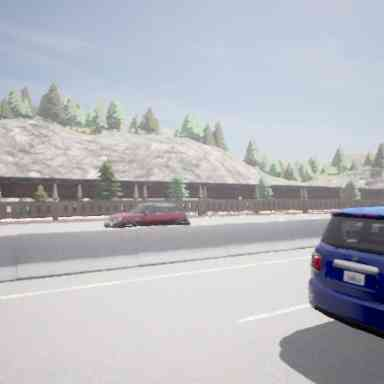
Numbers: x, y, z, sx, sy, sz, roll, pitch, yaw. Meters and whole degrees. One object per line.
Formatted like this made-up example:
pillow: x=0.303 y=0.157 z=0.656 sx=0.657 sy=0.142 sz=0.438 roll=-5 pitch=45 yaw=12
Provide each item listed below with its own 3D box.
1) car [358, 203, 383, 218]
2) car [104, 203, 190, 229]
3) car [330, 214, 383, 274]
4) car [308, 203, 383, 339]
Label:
car: x=18.483 y=1.729 z=31.725 sx=4.718 sy=1.301 sz=1.895 roll=0 pitch=0 yaw=-18
car: x=-2.422 y=1.397 z=18.096 sx=4.553 sy=1.767 sz=2.097 roll=0 pitch=0 yaw=-29
car: x=7.085 y=1.546 z=11.172 sx=4.892 sy=1.490 sz=1.837 roll=0 pitch=0 yaw=-29
car: x=4.511 y=1.245 z=5.762 sx=5.566 sy=2.045 sz=2.150 roll=0 pitch=0 yaw=-29
